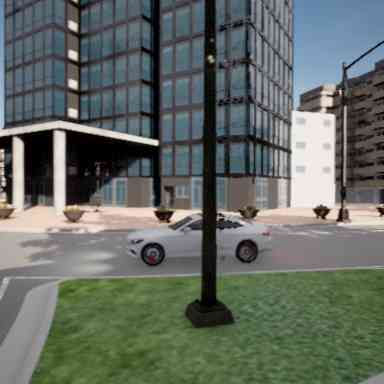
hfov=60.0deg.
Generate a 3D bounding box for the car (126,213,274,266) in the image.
[{"bbox_3d":[0.270,1.418,10.703,4.674,1.442,1.812,0,1,-9],"label":"car"}]
